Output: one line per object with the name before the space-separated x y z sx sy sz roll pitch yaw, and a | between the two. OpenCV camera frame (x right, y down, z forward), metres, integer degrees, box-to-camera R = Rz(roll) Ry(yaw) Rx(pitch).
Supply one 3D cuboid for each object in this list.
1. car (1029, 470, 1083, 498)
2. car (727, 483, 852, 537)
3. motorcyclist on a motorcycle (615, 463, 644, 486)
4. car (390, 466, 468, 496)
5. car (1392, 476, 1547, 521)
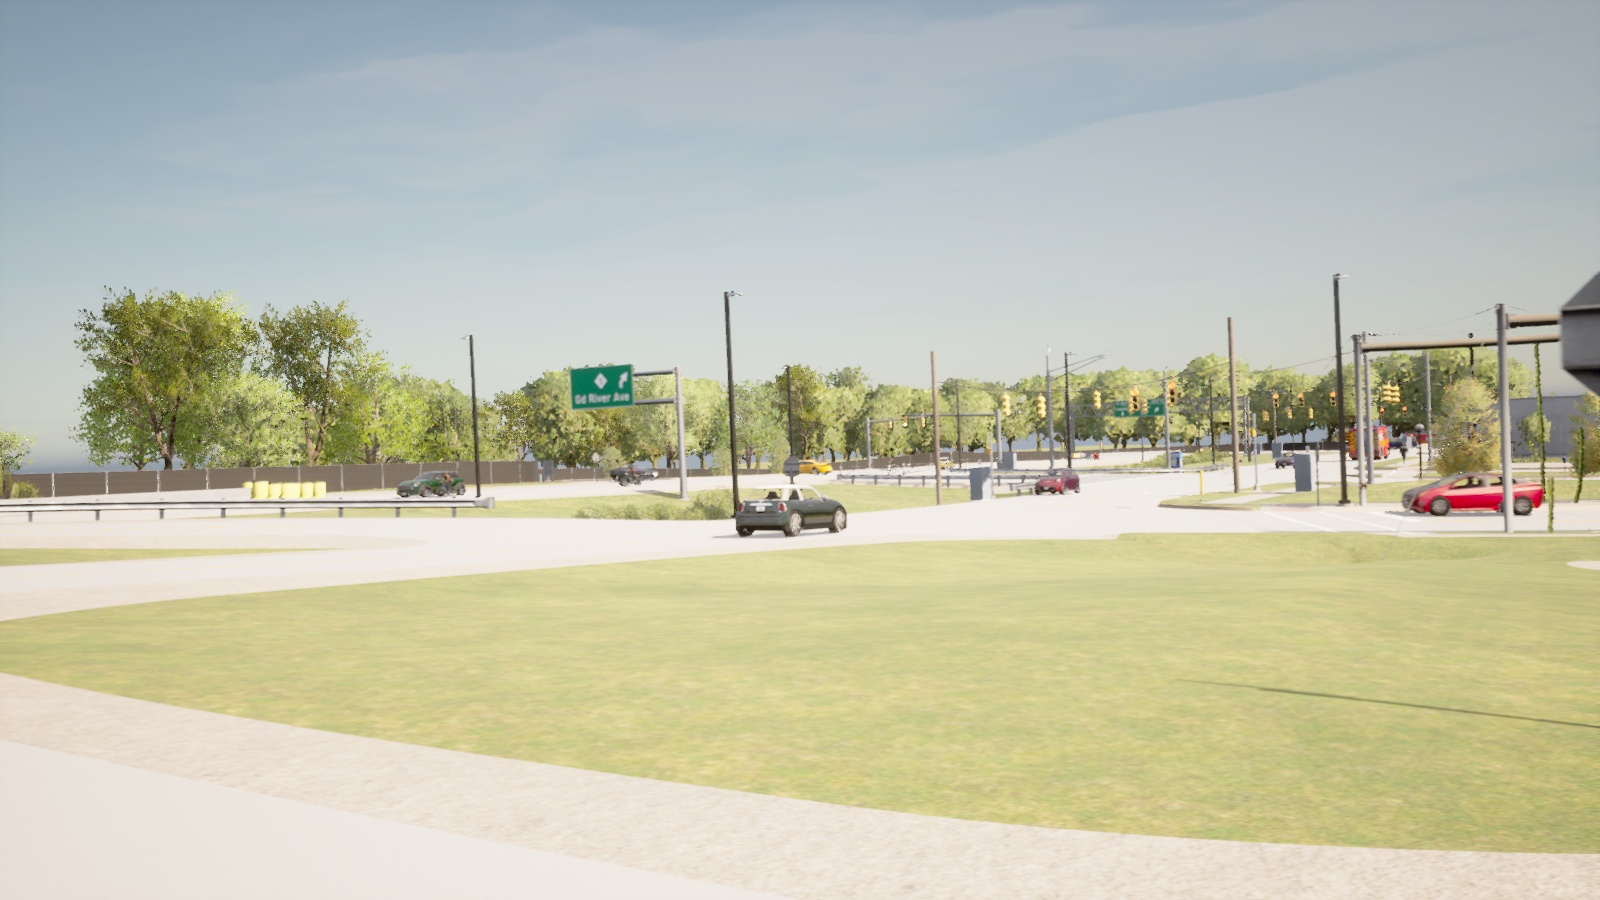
car | 14.566 1.919 71.379 1.845 1.501 3.633 -2 -1 31
car | -0.246 1.717 36.909 1.970 1.475 3.806 -1 -2 31
motorcyclist on a motorcycle | -12.668 1.829 93.441 0.766 1.649 2.350 -2 0 32
car | -24.058 1.986 81.602 2.097 1.767 4.553 -2 0 32
car | 24.140 1.729 45.401 4.514 1.525 2.007 0 1 6
